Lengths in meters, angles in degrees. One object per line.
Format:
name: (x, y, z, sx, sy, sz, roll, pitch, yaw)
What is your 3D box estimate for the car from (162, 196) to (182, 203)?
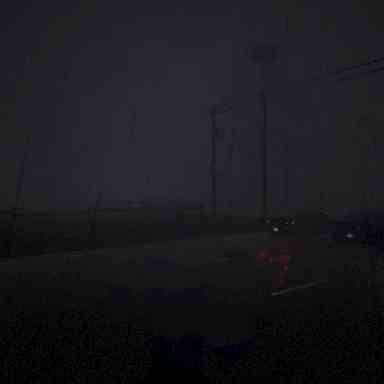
car: (-4.133, 1.542, 68.061, 1.994, 1.385, 4.181, 0, 0, -36)

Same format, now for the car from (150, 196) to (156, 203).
car: (-7.398, 1.531, 66.588, 2.033, 1.411, 5.357, 0, 0, -36)

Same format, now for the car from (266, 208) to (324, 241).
car: (5.684, 1.519, 16.779, 4.674, 1.442, 1.812, 0, 0, -38)

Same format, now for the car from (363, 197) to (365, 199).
car: (45.115, 1.389, 82.896, 1.882, 1.535, 5.008, 0, 0, -18)

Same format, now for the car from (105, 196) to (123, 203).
car: (-15.465, 1.536, 65.776, 2.033, 1.411, 5.357, 0, 0, -36)

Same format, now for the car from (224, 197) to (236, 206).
car: (5.296, 1.510, 55.030, 1.812, 1.442, 4.674, 0, 0, -36)

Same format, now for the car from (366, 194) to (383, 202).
car: (42.775, 1.323, 75.895, 2.097, 1.767, 4.553, 0, 0, -7)

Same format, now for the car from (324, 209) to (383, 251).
car: (7.905, 1.471, 14.085, 5.008, 1.535, 1.882, -1, 0, -38)

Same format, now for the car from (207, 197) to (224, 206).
car: (2.312, 1.463, 53.169, 1.882, 1.535, 5.008, 0, 0, -36)

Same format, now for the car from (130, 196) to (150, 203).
car: (-10.491, 1.551, 64.870, 1.994, 1.385, 4.181, 0, 0, -36)

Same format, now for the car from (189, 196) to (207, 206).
car: (-0.565, 1.535, 51.161, 2.033, 1.411, 5.357, 0, 0, -36)

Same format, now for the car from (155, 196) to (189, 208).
car: (-2.929, 1.493, 48.463, 1.837, 1.490, 4.892, 0, 0, -36)
